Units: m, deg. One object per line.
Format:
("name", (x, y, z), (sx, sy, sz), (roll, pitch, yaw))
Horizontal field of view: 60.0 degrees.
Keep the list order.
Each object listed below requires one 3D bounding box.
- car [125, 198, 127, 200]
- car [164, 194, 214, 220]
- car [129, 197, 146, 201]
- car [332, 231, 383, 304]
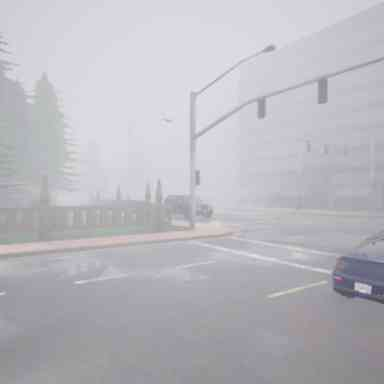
("car", (-8.732, 1.516, 47.128), (2.128, 1.511, 4.902), (0, 0, -10))
("car", (-0.415, 1.231, 28.726), (2.150, 2.045, 5.566), (0, 0, -32))
("car", (-5.522, 1.539, 37.587), (1.812, 1.442, 4.674), (0, 0, -26))
("car", (4.929, 1.557, 7.273), (4.674, 1.442, 1.812), (0, 0, -35))
